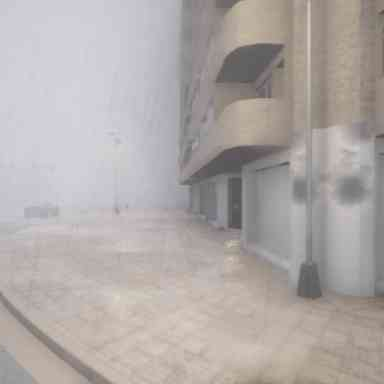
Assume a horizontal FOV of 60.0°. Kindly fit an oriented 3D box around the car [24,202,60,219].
[{"bbox_3d":[-13.862,1.675,31.032,1.882,1.535,5.008,0,-1,-5],"label":"car"}]
